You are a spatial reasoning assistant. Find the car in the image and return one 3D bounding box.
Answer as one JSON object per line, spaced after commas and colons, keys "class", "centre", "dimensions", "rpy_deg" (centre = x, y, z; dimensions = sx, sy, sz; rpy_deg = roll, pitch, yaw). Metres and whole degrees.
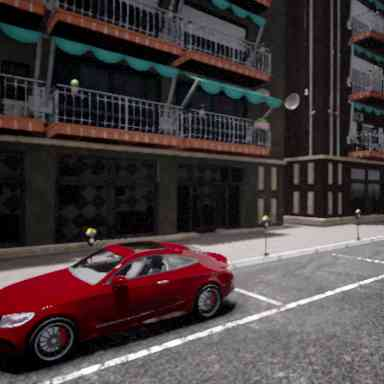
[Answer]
{"class": "car", "centre": [-1.108, 1.567, 5.757], "dimensions": [4.206, 1.307, 1.802], "rpy_deg": [0, 1, -35]}
